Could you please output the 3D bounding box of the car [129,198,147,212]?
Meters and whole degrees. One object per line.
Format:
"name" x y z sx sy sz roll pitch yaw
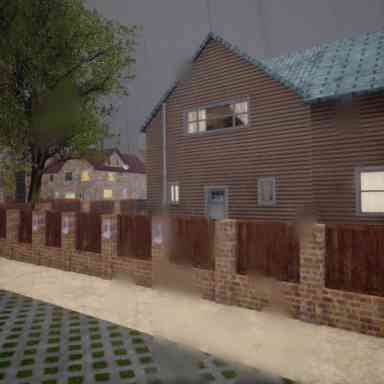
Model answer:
"car" -6.149 1.393 33.679 1.837 1.490 4.892 -1 -1 29
